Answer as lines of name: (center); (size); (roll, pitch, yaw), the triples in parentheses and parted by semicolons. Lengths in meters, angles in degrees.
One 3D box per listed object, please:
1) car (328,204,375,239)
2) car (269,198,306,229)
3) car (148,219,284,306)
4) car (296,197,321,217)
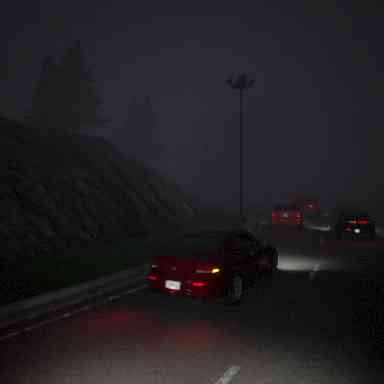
car: (8.843, 1.660, 18.590); (1.837, 1.490, 4.892); (0, 0, 18)
car: (6.555, 1.555, 23.348); (2.097, 1.767, 4.553); (0, -1, 15)
car: (0.746, 1.602, 8.287); (1.812, 1.442, 4.674); (0, 0, 29)
car: (11.687, 1.520, 34.918); (2.150, 2.045, 5.566); (0, -1, 3)
